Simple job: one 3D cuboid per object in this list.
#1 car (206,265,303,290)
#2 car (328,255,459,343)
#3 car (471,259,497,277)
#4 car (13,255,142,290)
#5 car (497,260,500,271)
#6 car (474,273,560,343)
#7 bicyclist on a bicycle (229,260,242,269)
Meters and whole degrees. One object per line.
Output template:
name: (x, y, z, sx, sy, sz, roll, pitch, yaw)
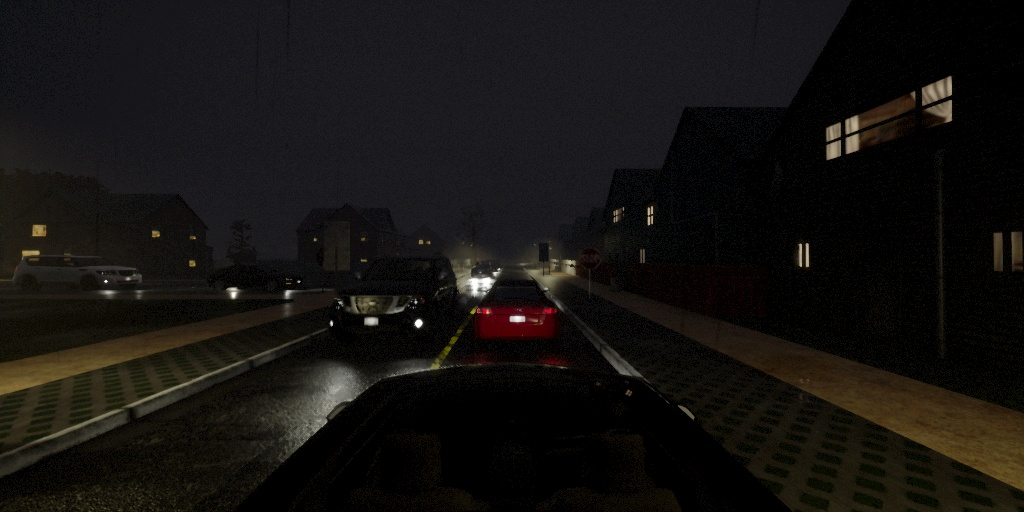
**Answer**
car: (-14.668, 1.242, 20.588, 4.892, 1.490, 1.837, 0, -1, 0)
car: (-2.862, 0.973, 10.047, 2.150, 2.045, 5.566, 0, 0, 0)
car: (-2.903, 1.253, 35.499, 2.128, 1.511, 4.902, 0, 0, 0)
car: (-24.719, 0.952, 20.506, 5.566, 2.045, 2.150, 0, -1, 0)
car: (-2.911, 1.247, 47.545, 1.882, 1.535, 5.008, 0, 0, 0)
car: (0.092, 1.316, 9.660, 1.994, 1.385, 4.181, 0, 0, -1)
bicyclist on a bicycle: (-20.251, 1.101, 26.399, 0.582, 1.620, 1.656, 0, 0, -1)
